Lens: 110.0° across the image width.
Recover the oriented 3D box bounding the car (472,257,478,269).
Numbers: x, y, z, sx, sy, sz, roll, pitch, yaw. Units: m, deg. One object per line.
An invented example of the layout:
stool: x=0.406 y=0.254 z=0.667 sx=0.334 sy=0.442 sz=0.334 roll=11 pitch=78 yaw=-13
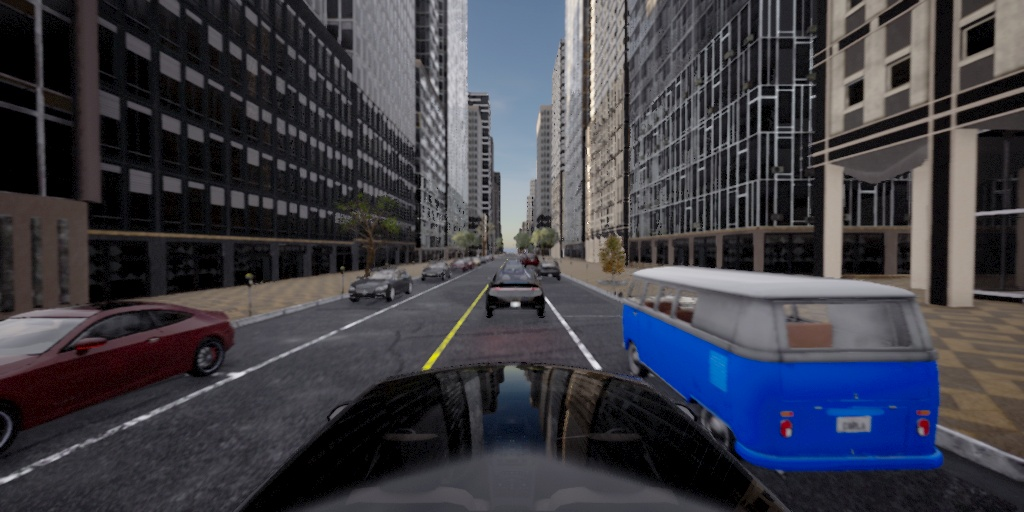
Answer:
car: x=-5.693 y=0.850 z=44.452 sx=1.967 sy=1.591 sz=4.097 roll=0 pitch=0 yaw=0

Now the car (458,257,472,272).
car: x=-5.693 y=1.038 z=38.769 sx=1.802 sy=1.307 sz=4.207 roll=0 pitch=0 yaw=0

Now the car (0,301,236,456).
car: x=-5.692 y=1.307 z=4.668 sx=1.802 sy=1.307 sz=4.207 roll=0 pitch=0 yaw=0

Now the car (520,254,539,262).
car: x=2.687 y=0.682 z=50.136 sx=2.192 sy=1.841 sz=5.009 roll=0 pitch=0 yaw=0

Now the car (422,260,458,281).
car: x=-5.693 y=1.096 z=27.402 sx=2.007 sy=1.370 sz=4.403 roll=0 pitch=0 yaw=0

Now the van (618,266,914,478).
van: x=2.688 y=1.068 z=4.669 sx=1.690 sy=1.789 sz=3.998 roll=0 pitch=0 yaw=0

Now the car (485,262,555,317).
car: x=0.098 y=1.155 z=12.703 sx=2.128 sy=1.511 sz=4.902 roll=0 pitch=0 yaw=0

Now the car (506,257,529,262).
car: x=0.100 y=1.067 z=30.837 sx=2.033 sy=1.411 sz=5.357 roll=0 pitch=0 yaw=0

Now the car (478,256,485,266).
car: x=-5.693 y=0.845 z=55.650 sx=1.751 sy=1.417 sz=4.829 roll=0 pitch=0 yaw=0

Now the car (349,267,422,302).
car: x=-5.693 y=1.186 z=16.035 sx=2.007 sy=1.370 sz=4.403 roll=0 pitch=0 yaw=0

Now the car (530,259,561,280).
car: x=2.688 y=1.098 z=27.402 sx=2.007 sy=1.370 sz=4.403 roll=0 pitch=0 yaw=0
